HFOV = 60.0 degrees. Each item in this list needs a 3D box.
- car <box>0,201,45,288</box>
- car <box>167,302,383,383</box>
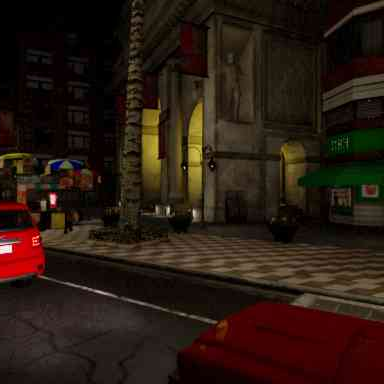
[{"bbox_3d":[-5.856,1.221,8.059,5.566,2.045,2.150,0,0,36],"label":"car"},{"bbox_3d":[2.106,1.601,2.346,4.718,1.301,1.895,0,0,36],"label":"car"}]
